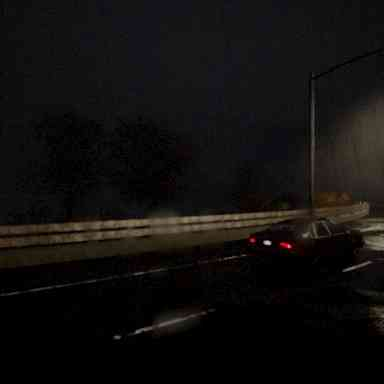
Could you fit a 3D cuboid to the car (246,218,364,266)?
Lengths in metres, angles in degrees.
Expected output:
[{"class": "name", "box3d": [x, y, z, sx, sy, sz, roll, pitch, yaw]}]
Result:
[{"class": "car", "box3d": [4.220, 1.641, 11.954, 5.357, 1.411, 2.033, 1, 0, -41]}]

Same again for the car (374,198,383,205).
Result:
[{"class": "car", "box3d": [42.330, 2.036, 75.034, 2.128, 1.511, 4.902, 0, 0, 7]}]

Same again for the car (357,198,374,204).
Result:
[{"class": "car", "box3d": [38.873, 2.096, 75.585, 1.895, 1.301, 4.718, 0, 0, 7]}]
